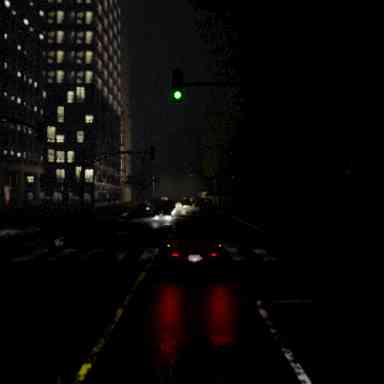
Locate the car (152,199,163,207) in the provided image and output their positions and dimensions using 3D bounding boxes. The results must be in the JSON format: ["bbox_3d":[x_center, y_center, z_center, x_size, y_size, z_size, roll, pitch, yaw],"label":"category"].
[{"bbox_3d":[-6.588,2.149,64.374,1.887,1.381,4.507,0,-1,-2],"label":"car"}]

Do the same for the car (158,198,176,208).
[{"bbox_3d":[-3.471,1.955,47.348,1.837,1.490,4.892,0,-1,-1],"label":"car"}]

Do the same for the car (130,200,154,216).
[{"bbox_3d":[-5.692,1.902,36.658,2.008,1.369,4.403,0,-1,-1],"label":"car"}]

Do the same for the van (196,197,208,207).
[{"bbox_3d":[1.929,1.797,48.095,1.690,1.788,3.998,0,-1,-1],"label":"van"}]

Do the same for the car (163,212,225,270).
[{"bbox_3d":[0.055,1.636,11.356,1.812,1.442,4.674,0,0,0],"label":"car"}]

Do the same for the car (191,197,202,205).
[{"bbox_3d":[1.017,2.020,75.810,2.192,1.841,5.009,0,0,-2],"label":"car"}]

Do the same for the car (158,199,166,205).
[{"bbox_3d":[-7.232,2.333,81.006,1.802,1.307,4.206,0,0,-2],"label":"car"}]

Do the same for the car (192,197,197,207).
[{"bbox_3d":[1.424,2.133,64.888,1.752,1.417,4.829,0,-1,-2],"label":"car"}]

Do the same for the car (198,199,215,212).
[{"bbox_3d":[2.060,1.932,42.721,1.752,1.417,4.829,0,-1,-1],"label":"car"}]

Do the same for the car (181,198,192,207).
[{"bbox_3d":[-1.054,2.087,65.012,1.882,1.535,5.008,0,-1,-2],"label":"car"}]

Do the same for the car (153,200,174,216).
[{"bbox_3d":[-3.265,1.921,37.311,1.994,1.385,4.181,0,-1,-3],"label":"car"}]

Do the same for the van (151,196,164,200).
[{"bbox_3d":[-6.407,1.896,58.833,1.690,1.788,3.998,0,-1,-2],"label":"van"}]

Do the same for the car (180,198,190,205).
[{"bbox_3d":[-1.639,2.249,77.987,2.128,1.511,4.902,0,0,-2],"label":"car"}]

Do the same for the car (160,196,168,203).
[{"bbox_3d":[-7.741,2.162,92.092,2.192,1.841,5.009,0,0,-3],"label":"car"}]
